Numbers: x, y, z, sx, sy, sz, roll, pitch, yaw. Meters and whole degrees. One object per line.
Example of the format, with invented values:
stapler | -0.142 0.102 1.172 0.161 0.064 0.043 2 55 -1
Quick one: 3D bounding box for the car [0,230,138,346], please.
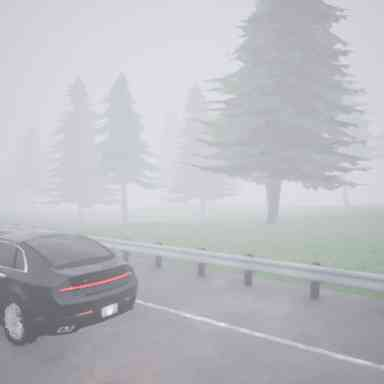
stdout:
car | -3.171 1.514 6.413 4.892 1.490 1.837 0 0 37
